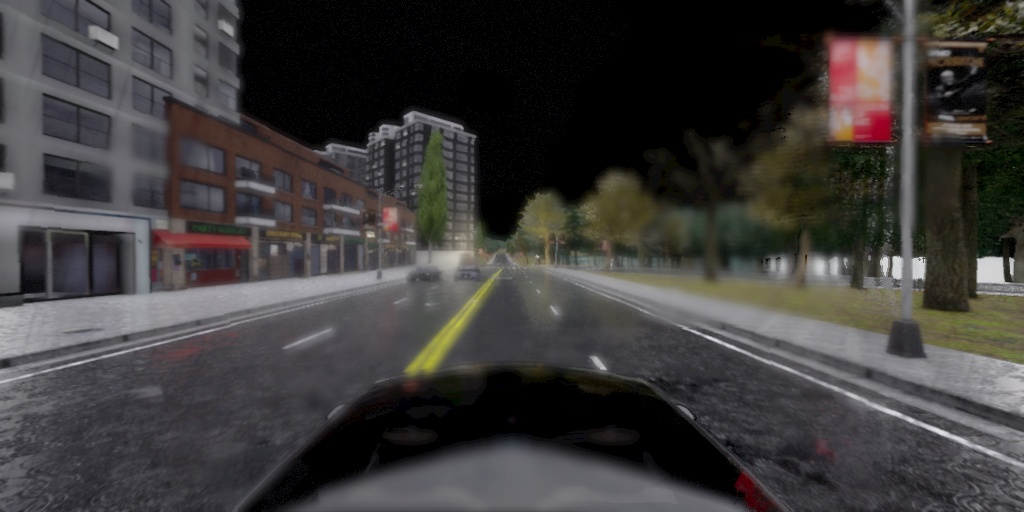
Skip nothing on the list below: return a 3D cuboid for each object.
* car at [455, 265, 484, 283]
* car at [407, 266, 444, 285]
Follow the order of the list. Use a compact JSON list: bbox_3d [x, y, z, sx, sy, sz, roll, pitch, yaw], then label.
[{"bbox_3d":[-3.353,1.440,29.105,1.994,1.385,4.181,0,0,0],"label":"car"},{"bbox_3d":[-6.605,1.469,27.799,1.895,1.301,4.718,0,0,0],"label":"car"}]
